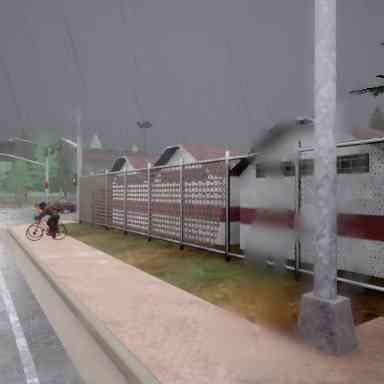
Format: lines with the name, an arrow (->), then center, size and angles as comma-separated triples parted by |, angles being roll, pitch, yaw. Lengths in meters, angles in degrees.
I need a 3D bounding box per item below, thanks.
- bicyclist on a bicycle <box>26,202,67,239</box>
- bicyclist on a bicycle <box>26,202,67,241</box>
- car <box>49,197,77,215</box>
bicyclist on a bicycle -> -6.794, 1.302, 15.583 | 1.656, 1.620, 0.582 | 0, 0, -39
bicyclist on a bicycle -> -6.278, 1.301, 14.363 | 1.656, 1.620, 0.582 | 0, 0, -14
car -> -11.622, 1.477, 34.018 | 5.008, 1.535, 1.882 | 0, 0, -35
